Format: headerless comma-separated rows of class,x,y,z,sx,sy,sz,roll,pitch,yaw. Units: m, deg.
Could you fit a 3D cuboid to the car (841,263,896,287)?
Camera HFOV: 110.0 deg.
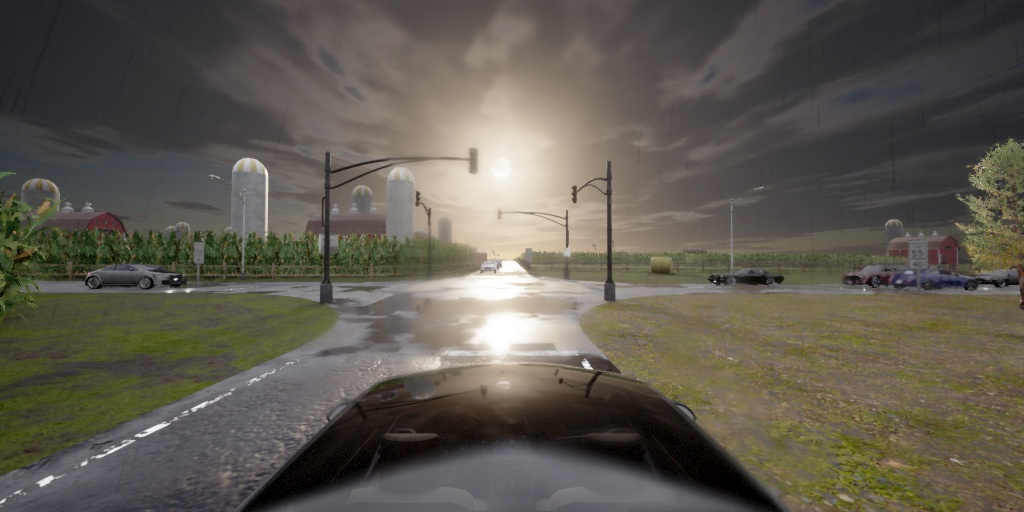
car,27.615,1.413,27.027,4.553,1.767,2.097,0,-1,-4

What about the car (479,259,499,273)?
car,-2.807,1.314,43.480,1.812,1.442,4.674,0,0,-1

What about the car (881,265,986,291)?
car,27.278,1.503,23.295,4.674,1.442,1.812,0,-1,-4

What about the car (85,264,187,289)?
car,-20.968,1.118,20.125,4.181,1.385,1.994,0,-1,-3

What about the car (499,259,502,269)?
car,-2.862,1.329,53.650,1.812,1.442,4.674,0,0,0

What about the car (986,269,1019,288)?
car,38.167,1.710,27.816,5.357,1.411,2.033,1,-1,-4

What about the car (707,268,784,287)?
car,17.009,1.564,26.284,4.718,1.301,1.895,1,-1,-3
